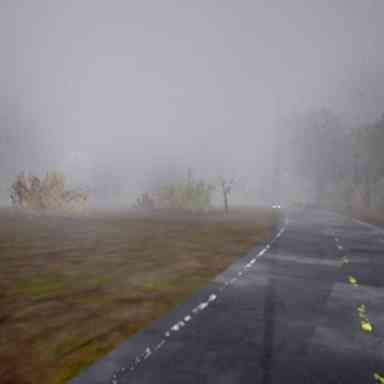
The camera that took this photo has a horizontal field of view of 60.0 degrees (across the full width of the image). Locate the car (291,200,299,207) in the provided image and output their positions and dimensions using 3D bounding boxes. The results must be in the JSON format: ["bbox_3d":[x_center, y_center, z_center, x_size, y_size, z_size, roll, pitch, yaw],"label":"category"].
[{"bbox_3d":[22.092,2.416,70.204,1.882,1.535,5.008,0,-1,8],"label":"car"}]

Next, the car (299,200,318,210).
[{"bbox_3d":[19.704,2.092,55.809,2.097,1.767,4.553,0,-1,11],"label":"car"}]

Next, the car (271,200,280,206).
[{"bbox_3d":[20.406,2.617,81.341,2.128,1.511,4.902,0,-1,6],"label":"car"}]
